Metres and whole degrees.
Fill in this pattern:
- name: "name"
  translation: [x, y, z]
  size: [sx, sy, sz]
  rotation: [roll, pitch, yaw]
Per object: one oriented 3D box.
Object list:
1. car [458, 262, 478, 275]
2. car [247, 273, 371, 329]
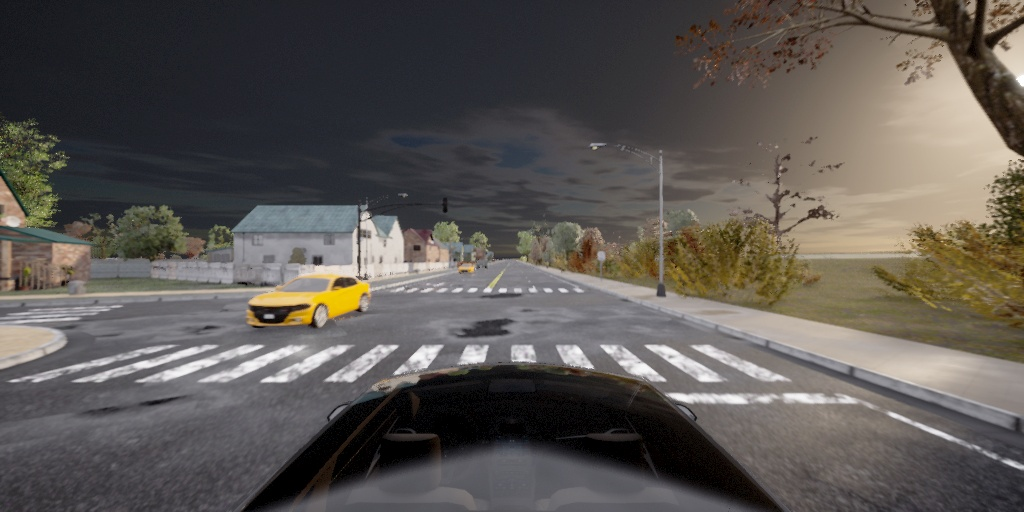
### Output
- name: "car"
  translation: [-6.468, 1.858, 51.453]
  size: [1.882, 1.535, 5.008]
  rotation: [0, 0, 0]
- name: "car"
  translation: [-6.487, 1.358, 12.077]
  size: [1.882, 1.535, 5.008]
  rotation: [0, 0, 0]
